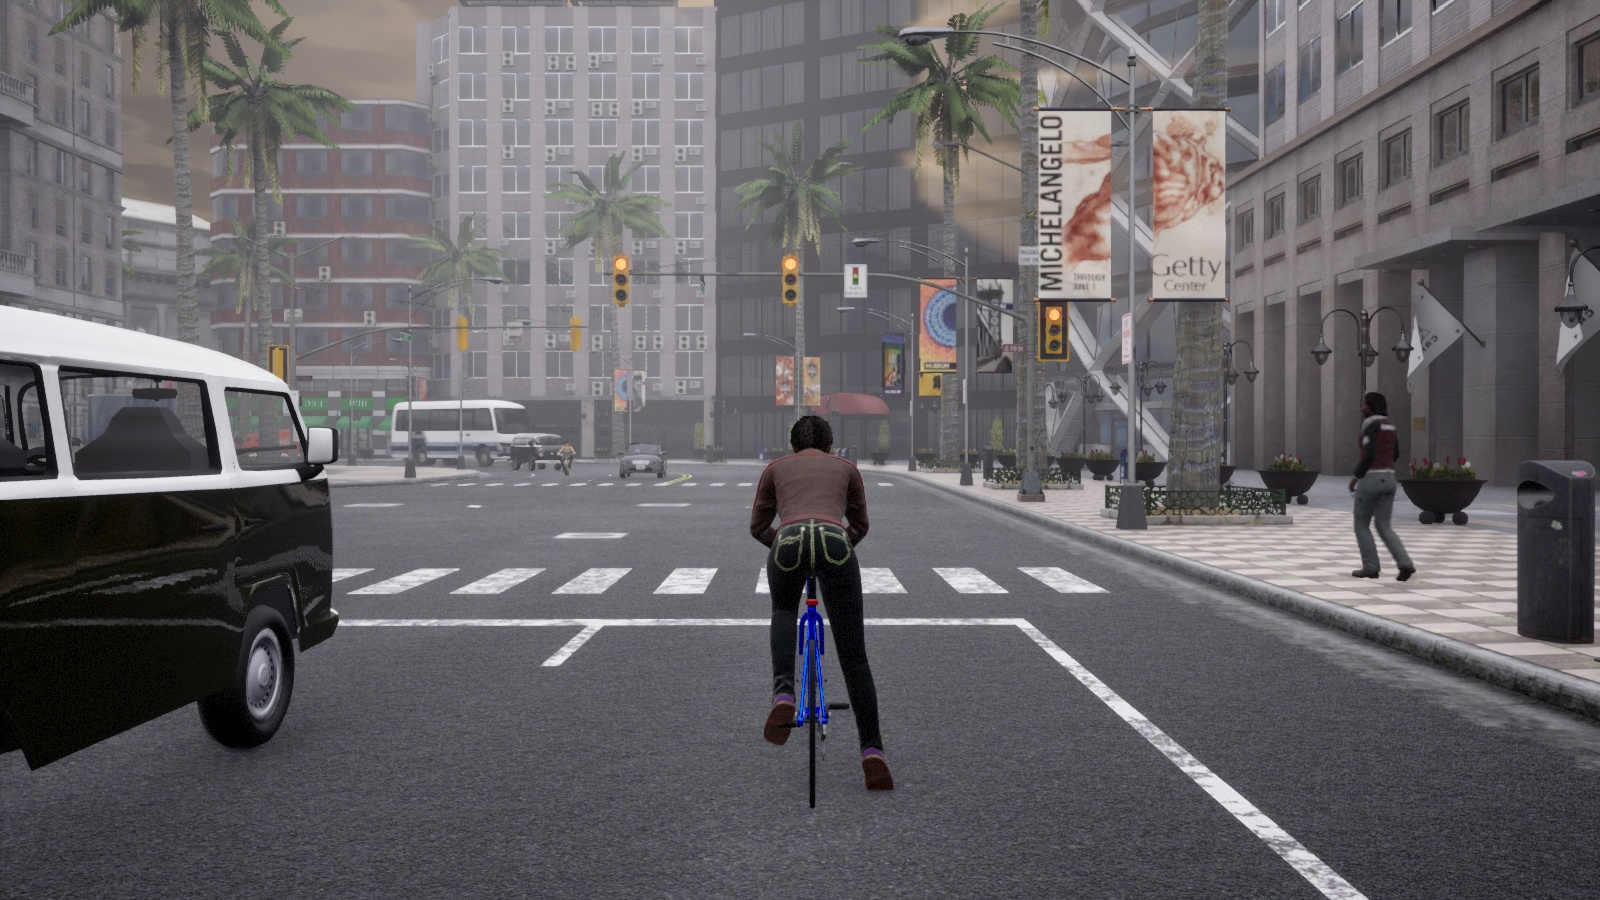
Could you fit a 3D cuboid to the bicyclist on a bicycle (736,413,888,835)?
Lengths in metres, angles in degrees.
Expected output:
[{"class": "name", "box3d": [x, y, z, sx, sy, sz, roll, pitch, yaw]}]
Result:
[{"class": "bicyclist on a bicycle", "box3d": [0.052, 0.667, 5.656, 0.582, 1.620, 1.656, 0, 0, 0]}]

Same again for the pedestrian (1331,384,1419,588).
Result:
[{"class": "pedestrian", "box3d": [5.591, 0.339, 12.228, 0.402, 1.930, 0.666, 0, 0, -29]}]

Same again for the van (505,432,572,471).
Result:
[{"class": "van", "box3d": [-14.170, 0.075, 67.894, 2.069, 2.038, 4.480, 0, 0, -32]}]

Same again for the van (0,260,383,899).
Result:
[{"class": "van", "box3d": [-3.447, 0.439, 5.000, 2.069, 2.038, 4.480, 0, 0, 0]}]

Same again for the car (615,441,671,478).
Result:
[{"class": "car", "box3d": [-6.750, 0.391, 54.298, 2.128, 1.511, 4.902, 0, 0, -4]}]

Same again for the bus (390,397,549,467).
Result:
[{"class": "bus", "box3d": [-21.313, -1.103, 80.708, 10.273, 4.253, 3.944, 0, 0, 32]}]
